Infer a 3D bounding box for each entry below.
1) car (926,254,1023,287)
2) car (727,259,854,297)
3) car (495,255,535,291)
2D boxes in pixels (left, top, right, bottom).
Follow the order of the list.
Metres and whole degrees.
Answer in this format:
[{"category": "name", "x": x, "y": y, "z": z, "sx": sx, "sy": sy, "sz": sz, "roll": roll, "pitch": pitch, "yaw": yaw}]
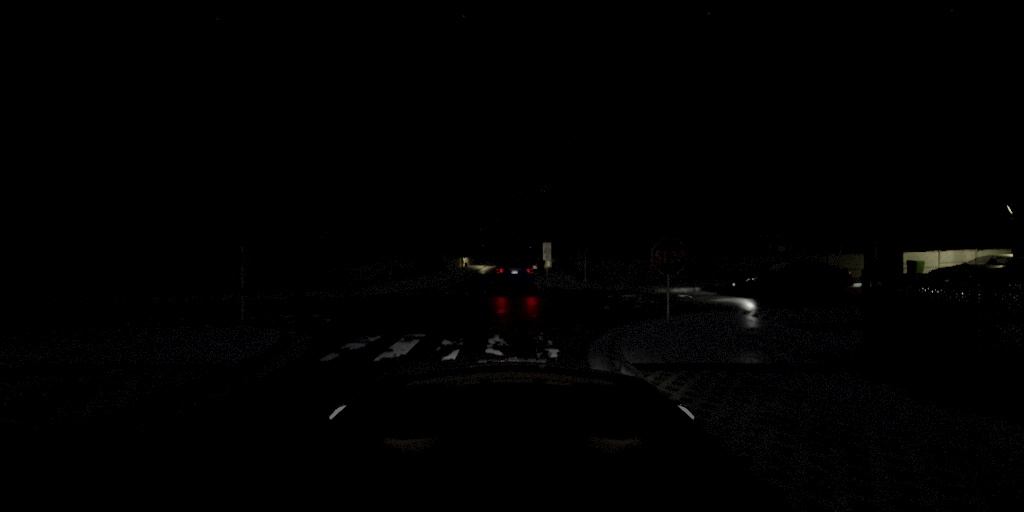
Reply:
[{"category": "car", "x": 21.296, "y": 0.639, "z": 15.368, "sx": 5.357, "sy": 1.411, "sz": 2.033, "roll": -2, "pitch": 0, "yaw": 0}, {"category": "car", "x": 11.810, "y": 0.878, "z": 15.339, "sx": 4.674, "sy": 1.442, "sz": 1.812, "roll": -2, "pitch": 0, "yaw": 0}, {"category": "car", "x": 0.174, "y": 0.942, "z": 21.449, "sx": 2.150, "sy": 2.045, "sz": 5.566, "roll": 0, "pitch": 0, "yaw": 1}]
